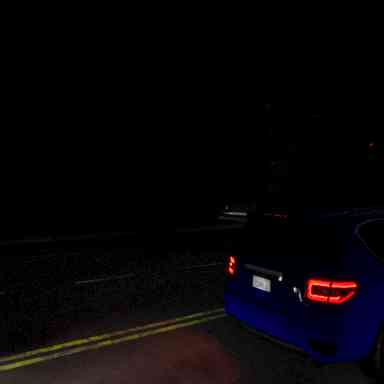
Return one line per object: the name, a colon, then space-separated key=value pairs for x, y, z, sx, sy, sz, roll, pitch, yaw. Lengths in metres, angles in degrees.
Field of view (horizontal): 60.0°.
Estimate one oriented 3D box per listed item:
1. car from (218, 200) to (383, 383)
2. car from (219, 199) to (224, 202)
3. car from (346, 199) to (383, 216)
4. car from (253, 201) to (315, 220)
car: x=3.109 y=1.221 z=5.558 sx=5.566 sy=2.045 sz=2.150 roll=0 pitch=0 yaw=-33
car: x=2.557 y=1.492 z=38.283 sx=2.128 sy=1.511 sz=4.902 roll=0 pitch=0 yaw=-31
car: x=18.065 y=1.478 z=32.667 sx=1.882 sy=1.535 sz=5.008 roll=-1 pitch=1 yaw=-34
car: x=7.942 y=1.547 z=29.232 sx=2.033 sy=1.411 sz=5.357 roll=0 pitch=0 yaw=-31
